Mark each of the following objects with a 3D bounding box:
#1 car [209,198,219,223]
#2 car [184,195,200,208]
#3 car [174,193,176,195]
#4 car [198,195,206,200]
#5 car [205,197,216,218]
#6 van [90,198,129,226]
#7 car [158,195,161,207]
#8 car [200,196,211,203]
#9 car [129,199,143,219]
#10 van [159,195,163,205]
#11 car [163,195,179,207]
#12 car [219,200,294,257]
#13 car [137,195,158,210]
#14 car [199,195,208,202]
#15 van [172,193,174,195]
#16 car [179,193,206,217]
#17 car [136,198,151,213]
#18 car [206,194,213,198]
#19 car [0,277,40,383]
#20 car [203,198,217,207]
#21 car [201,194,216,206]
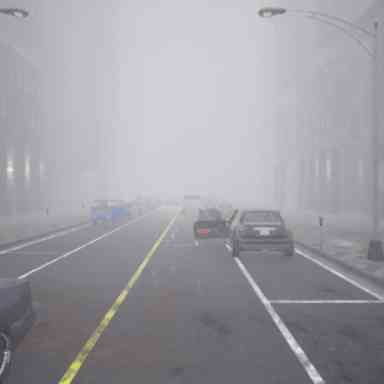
[{"bbox_3d":[2.757,1.522,28.859,1.752,1.417,4.829,0,0,0],"label":"car"},{"bbox_3d":[0.003,1.347,48.249,2.097,1.767,4.553,0,0,0],"label":"car"},{"bbox_3d":[-5.775,1.521,84.874,1.752,1.417,4.829,0,0,0],"label":"car"},{"bbox_3d":[2.750,1.563,90.688,1.947,1.339,4.313,0,0,0],"label":"car"},{"bbox_3d":[2.756,1.547,34.325,2.008,1.369,4.403,0,0,0],"label":"car"},{"bbox_3d":[-5.768,1.338,23.040,1.690,1.788,3.998,0,0,0],"label":"van"},{"bbox_3d":[-5.770,1.540,45.587,1.887,1.381,4.507,0,0,0],"label":"car"},{"bbox_3d":[2.752,1.561,68.143,1.947,1.339,4.313,0,0,0],"label":"car"},{"bbox_3d":[-5.768,1.562,28.677,1.947,1.339,4.313,0,0,0],"label":"car"},{"bbox_3d":[-5.771,1.336,51.224,1.690,1.788,3.998,0,0,0],"label":"van"},{"bbox_3d":[-3.015,1.521,51.305,1.812,1.442,4.674,0,0,0],"label":"car"},{"bbox_3d":[2.387,1.350,13.065,2.097,1.767,4.553,0,0,0],"label":"car"},{"bbox_3d":[-5.770,1.311,39.950,2.192,1.841,5.009,0,0,0],"label":"car"},{"bbox_3d":[2.751,1.435,79.415,1.967,1.590,4.097,0,0,0],"label":"car"},{"bbox_3d":[-5.775,1.336,79.407,1.690,1.788,3.998,0,0,0],"label":"van"},{"bbox_3d":[0.040,1.216,35.023,2.150,2.045,5.566,0,0,1],"label":"car"},{"bbox_3d":[-5.769,1.562,34.314,1.947,1.339,4.313,0,0,0],"label":"car"},{"bbox_3d":[2.755,1.436,45.597,1.967,1.590,4.097,0,0,0],"label":"car"},{"bbox_3d":[-3.102,1.547,2.459,2.033,1.411,5.357,0,0,0],"label":"car"},{"bbox_3d":[2.754,1.561,51.234,1.947,1.339,4.313,0,0,0],"label":"car"},{"bbox_3d":[2.753,1.310,56.871,2.192,1.841,5.009,0,0,0],"label":"car"}]
